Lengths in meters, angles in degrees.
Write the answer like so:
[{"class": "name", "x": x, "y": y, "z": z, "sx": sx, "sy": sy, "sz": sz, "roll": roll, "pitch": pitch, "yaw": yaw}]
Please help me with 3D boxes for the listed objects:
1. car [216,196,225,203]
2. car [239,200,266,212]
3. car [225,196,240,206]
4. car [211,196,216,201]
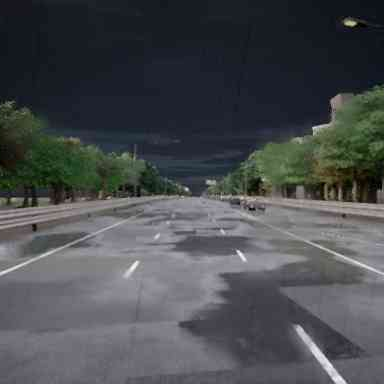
[{"class": "car", "x": 7.047, "y": 1.665, "z": 73.843, "sx": 1.895, "sy": 1.301, "sz": 4.718, "roll": 0, "pitch": 0, "yaw": 0}, {"class": "car", "x": 7.024, "y": 1.610, "z": 38.237, "sx": 1.895, "sy": 1.301, "sz": 4.718, "roll": 0, "pitch": 0, "yaw": -1}, {"class": "car", "x": 7.001, "y": 1.514, "z": 55.332, "sx": 1.837, "sy": 1.490, "sz": 4.892, "roll": 0, "pitch": 0, "yaw": 0}, {"class": "car", "x": 7.131, "y": 1.745, "z": 92.757, "sx": 2.128, "sy": 1.511, "sz": 4.902, "roll": 0, "pitch": -1, "yaw": 0}]
